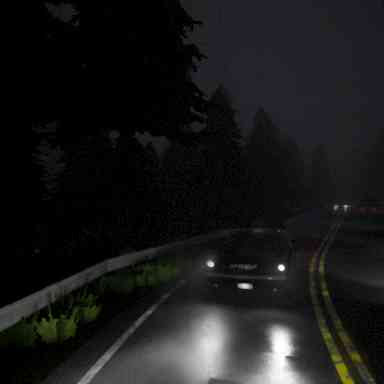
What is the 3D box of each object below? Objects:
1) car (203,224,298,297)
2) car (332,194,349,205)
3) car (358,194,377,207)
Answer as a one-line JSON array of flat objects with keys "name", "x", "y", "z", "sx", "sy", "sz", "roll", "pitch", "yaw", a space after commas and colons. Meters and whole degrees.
[{"name": "car", "x": 1.776, "y": 1.577, "z": 8.807, "sx": 1.895, "sy": 1.301, "sz": 4.718, "roll": -1, "pitch": 0, "yaw": 19}, {"name": "car", "x": 20.545, "y": 1.047, "z": 45.842, "sx": 2.033, "sy": 1.411, "sz": 5.357, "roll": -2, "pitch": 0, "yaw": 28}, {"name": "car", "x": 21.284, "y": 0.933, "z": 40.199, "sx": 2.128, "sy": 1.511, "sz": 4.902, "roll": -2, "pitch": 0, "yaw": 29}]
